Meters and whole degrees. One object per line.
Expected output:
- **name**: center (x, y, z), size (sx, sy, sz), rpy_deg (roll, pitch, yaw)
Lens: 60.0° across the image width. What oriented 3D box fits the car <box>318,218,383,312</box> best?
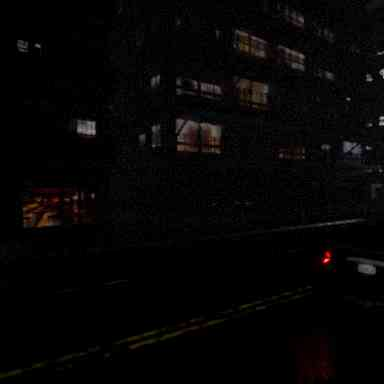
- **car**: center (4.663, 1.304, 6.856), size (4.553, 1.767, 2.097), rpy_deg (0, 0, -36)
